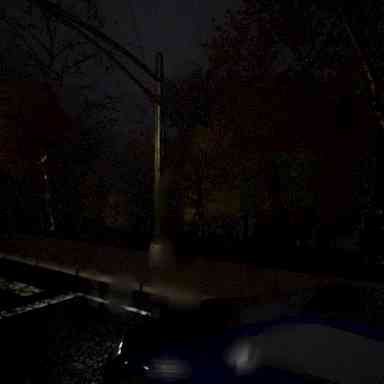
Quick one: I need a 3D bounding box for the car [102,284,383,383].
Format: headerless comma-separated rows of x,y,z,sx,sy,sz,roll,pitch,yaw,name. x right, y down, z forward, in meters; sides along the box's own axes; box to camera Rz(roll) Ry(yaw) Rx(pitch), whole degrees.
1.158,1.564,2.857,4.181,1.385,1.994,0,0,35,car
